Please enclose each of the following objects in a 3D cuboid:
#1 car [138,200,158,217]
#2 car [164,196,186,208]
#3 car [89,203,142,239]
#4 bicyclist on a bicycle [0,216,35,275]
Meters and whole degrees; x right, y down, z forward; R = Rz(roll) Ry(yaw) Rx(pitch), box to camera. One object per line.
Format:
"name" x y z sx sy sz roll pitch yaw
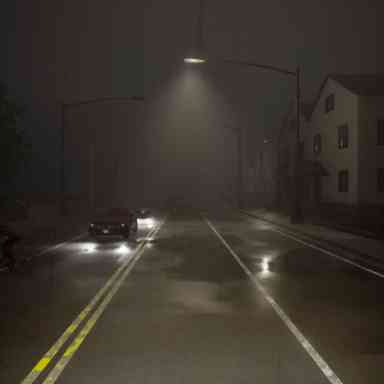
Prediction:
"car" -4.283 1.492 31.265 2.128 1.511 4.902 0 0 -1
"car" -2.552 1.337 49.070 2.097 1.767 4.553 0 0 -21
"car" -3.980 1.526 17.495 1.812 1.442 4.674 0 0 -1
"bicyclist on a bicycle" -5.058 1.455 8.951 1.656 1.620 0.582 -2 0 -1
